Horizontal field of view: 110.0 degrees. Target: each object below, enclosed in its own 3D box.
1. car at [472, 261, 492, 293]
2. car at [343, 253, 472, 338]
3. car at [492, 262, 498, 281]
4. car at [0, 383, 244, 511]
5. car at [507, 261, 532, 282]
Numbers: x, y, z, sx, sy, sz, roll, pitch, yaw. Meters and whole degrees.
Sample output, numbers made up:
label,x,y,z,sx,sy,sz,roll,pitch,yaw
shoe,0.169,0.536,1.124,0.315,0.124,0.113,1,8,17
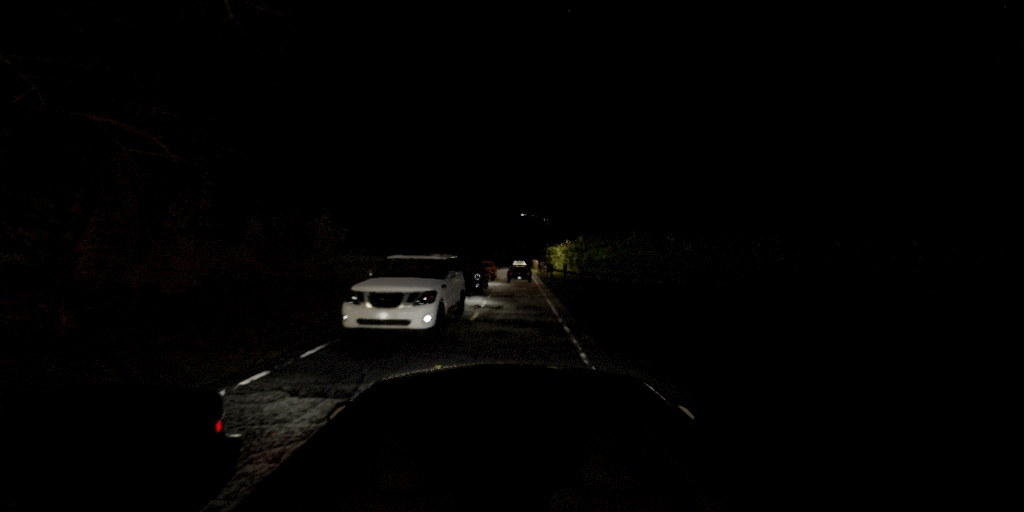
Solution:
label,x,y,z,sx,sy,sz,roll,pitch,yaw
car,-2.512,1.051,20.202,2.097,1.767,4.553,1,0,1
car,-2.712,0.927,10.460,2.150,2.045,5.566,1,0,1
car,-2.279,1.172,30.202,1.882,1.535,5.008,1,0,2
car,-2.888,1.261,0.220,2.033,1.411,5.357,1,0,0
car,0.598,1.335,28.804,1.895,1.301,4.718,1,0,1
